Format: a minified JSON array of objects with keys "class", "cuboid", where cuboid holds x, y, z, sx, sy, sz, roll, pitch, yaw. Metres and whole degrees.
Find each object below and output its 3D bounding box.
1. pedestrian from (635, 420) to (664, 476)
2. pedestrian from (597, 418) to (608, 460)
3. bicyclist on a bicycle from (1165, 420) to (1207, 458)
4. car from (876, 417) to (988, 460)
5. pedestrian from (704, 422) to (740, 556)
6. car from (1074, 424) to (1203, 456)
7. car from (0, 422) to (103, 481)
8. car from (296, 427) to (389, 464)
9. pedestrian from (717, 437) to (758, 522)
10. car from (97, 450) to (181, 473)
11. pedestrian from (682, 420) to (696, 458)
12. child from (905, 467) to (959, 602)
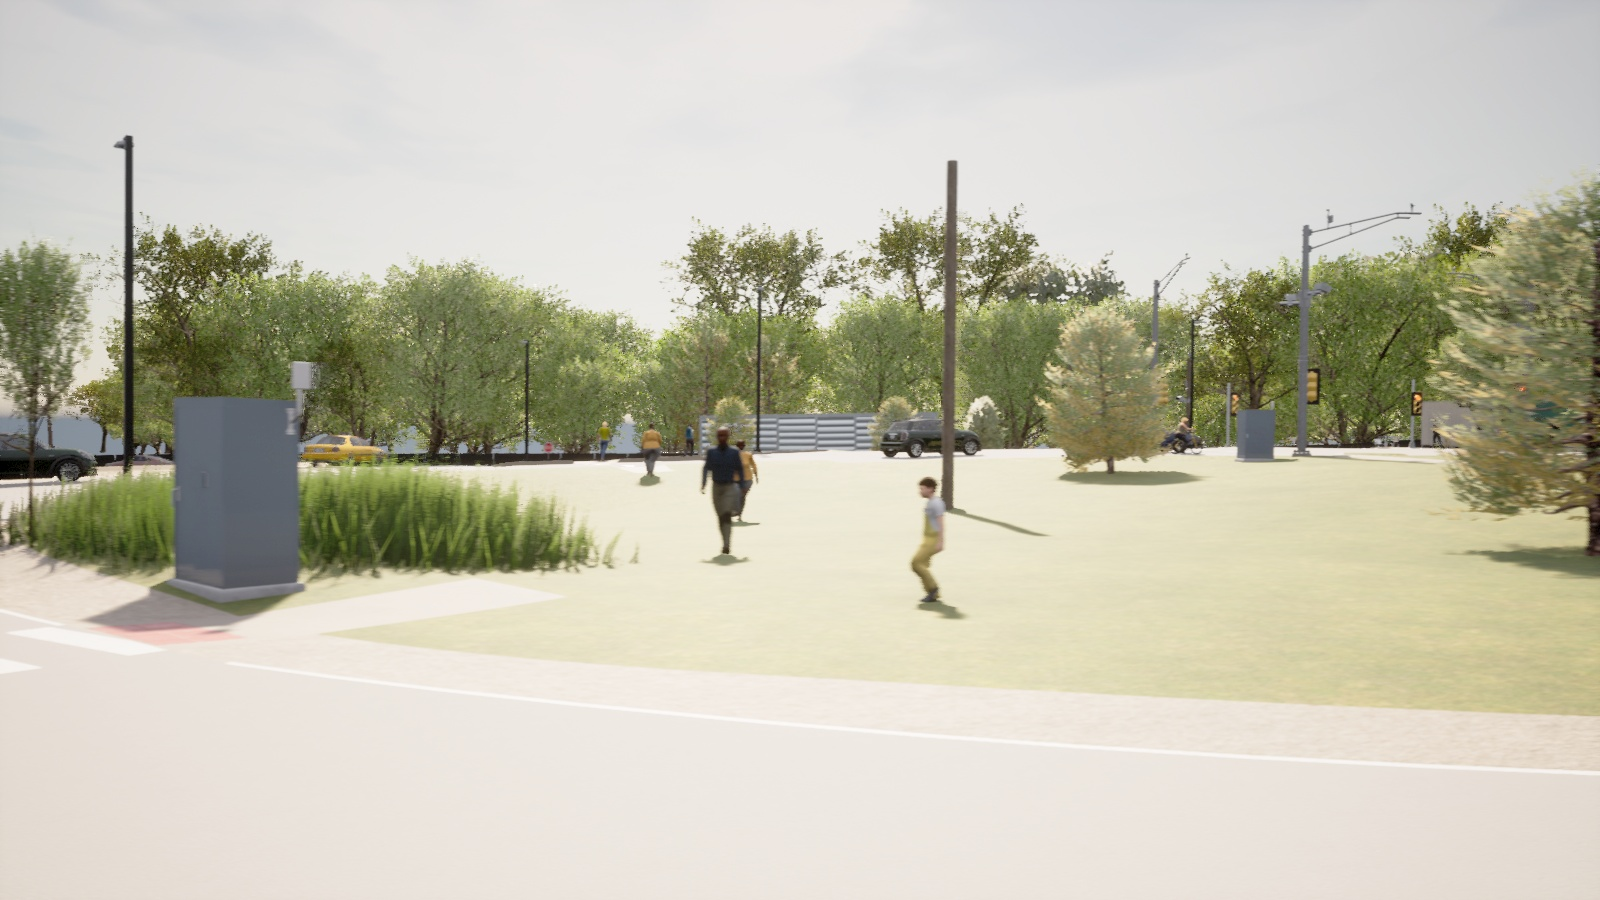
[{"class":"pedestrian","cuboid":[-5.104,-0.063,42.470,0.874,1.855,0.900,1,1,-11]},{"class":"pedestrian","cuboid":[-8.815,-0.504,56.105,0.354,1.836,0.706,1,1,-1]},{"class":"bicyclist on a bicycle","cuboid":[16.779,-0.489,54.650,1.509,1.612,0.866,0,1,-7]},{"class":"car","cuboid":[5.829,-0.549,55.324,4.553,1.767,2.097,-2,2,-31]},{"class":"pedestrian","cuboid":[-1.088,0.535,17.643,0.370,1.835,0.726,1,1,4]},{"class":"car","cuboid":[15.519,-0.454,57.662,5.357,1.411,2.033,0,1,-10]},{"class":"car","cuboid":[-25.210,0.034,40.593,4.553,1.767,2.097,-2,3,-32]},{"class":"car","cuboid":[-20.652,-0.168,56.984,1.801,1.575,5.366,0,0,6]},{"class":"pedestrian","cuboid":[-1.389,0.648,28.057,0.874,1.855,0.900,1,1,-2]},{"class":"car","cuboid":[-40.956,0.702,77.881,4.181,1.385,1.994,0,2,-3]},{"class":"pedestrian","cuboid":[-5.633,-0.569,63.739,0.396,1.930,0.692,2,1,26]},{"class":"child","cuboid":[1.263,0.802,12.013,0.437,1.263,0.270,1,1,-8]}]
